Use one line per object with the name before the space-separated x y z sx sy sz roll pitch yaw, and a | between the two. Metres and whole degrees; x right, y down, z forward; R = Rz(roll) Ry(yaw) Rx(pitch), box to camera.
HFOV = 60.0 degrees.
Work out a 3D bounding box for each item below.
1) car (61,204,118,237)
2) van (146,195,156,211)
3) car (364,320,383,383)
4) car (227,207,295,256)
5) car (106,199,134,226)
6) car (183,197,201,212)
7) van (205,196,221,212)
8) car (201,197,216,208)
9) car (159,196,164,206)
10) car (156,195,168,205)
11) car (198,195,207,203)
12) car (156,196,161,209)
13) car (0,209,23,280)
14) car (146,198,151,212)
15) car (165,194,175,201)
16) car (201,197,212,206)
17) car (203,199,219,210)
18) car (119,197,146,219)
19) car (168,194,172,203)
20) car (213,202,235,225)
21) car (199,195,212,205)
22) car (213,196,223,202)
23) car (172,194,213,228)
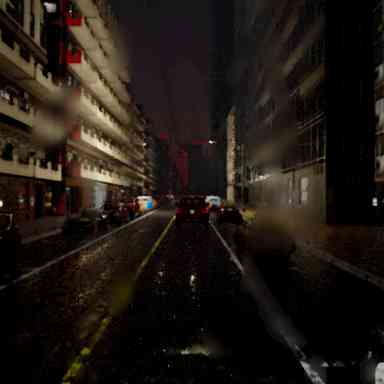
car | -5.737 1.613 18.413 2.008 1.369 4.403 1 0 0
van | -5.793 1.463 40.600 1.690 1.788 3.998 1 0 0
car | 2.707 1.552 1.883 2.008 1.369 4.403 1 0 0
car | 2.664 1.558 13.149 1.752 1.417 4.829 1 0 0
car | -5.756 1.518 23.960 1.967 1.590 4.097 1 0 0
car | -0.051 1.464 40.637 2.097 1.767 4.553 0 0 0
van | 2.561 1.449 40.719 1.690 1.788 3.998 1 0 0
car | 2.517 1.576 51.815 1.967 1.590 4.097 1 0 0
car | -5.833 1.733 51.692 1.802 1.307 4.206 1 0 0
car | -5.849 1.480 57.240 2.192 1.841 5.009 1 0 0
car | 2.410 1.646 79.554 1.967 1.590 4.097 1 0 0
car | -5.810 1.661 45.976 1.752 1.417 4.829 1 0 0
car | -5.690 1.346 7.320 2.192 1.841 5.009 1 0 0
car | -5.810 1.633 34.882 1.752 1.417 4.829 1 0 0
car | -5.977 1.563 90.520 2.192 1.841 5.009 1 0 0
car | 2.493 1.675 57.533 1.752 1.417 4.829 1 0 0
car | 2.536 1.688 46.267 1.947 1.339 4.313 1 0 0
car | -5.779 1.408 29.507 2.192 1.841 5.009 1 0 0
car | -5.918 1.773 73.880 1.947 1.339 4.313 1 0 0
car | 2.621 1.645 24.075 1.802 1.307 4.206 1 0 0
car | 2.476 1.479 62.911 2.192 1.841 5.009 1 0 0
car | 2.580 1.533 35.171 1.967 1.590 4.097 1 0 0
car | 0.015 1.287 22.840 2.150 2.045 5.566 0 0 0
